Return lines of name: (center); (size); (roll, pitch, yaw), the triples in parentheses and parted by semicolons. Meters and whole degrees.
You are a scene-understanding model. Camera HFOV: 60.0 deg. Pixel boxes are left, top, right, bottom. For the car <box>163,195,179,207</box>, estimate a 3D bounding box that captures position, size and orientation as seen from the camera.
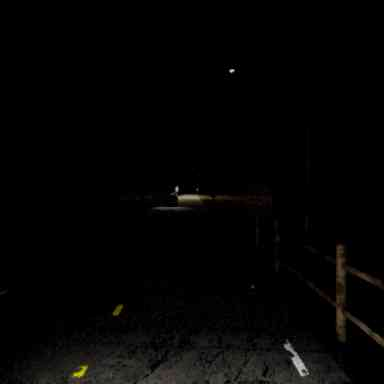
car: (-2.760, 1.152, 43.723); (1.882, 1.535, 5.008); (0, 2, 0)
